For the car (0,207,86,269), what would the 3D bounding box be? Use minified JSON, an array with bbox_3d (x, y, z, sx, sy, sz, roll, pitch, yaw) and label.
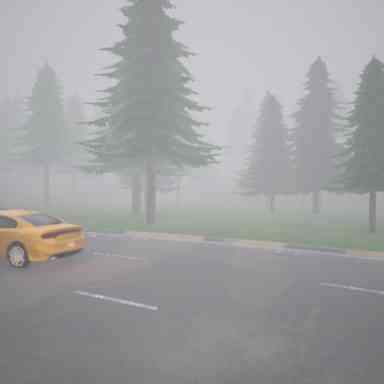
[{"bbox_3d":[-5.726,1.314,10.435,5.008,1.535,1.882,1,0,22],"label":"car"}]
